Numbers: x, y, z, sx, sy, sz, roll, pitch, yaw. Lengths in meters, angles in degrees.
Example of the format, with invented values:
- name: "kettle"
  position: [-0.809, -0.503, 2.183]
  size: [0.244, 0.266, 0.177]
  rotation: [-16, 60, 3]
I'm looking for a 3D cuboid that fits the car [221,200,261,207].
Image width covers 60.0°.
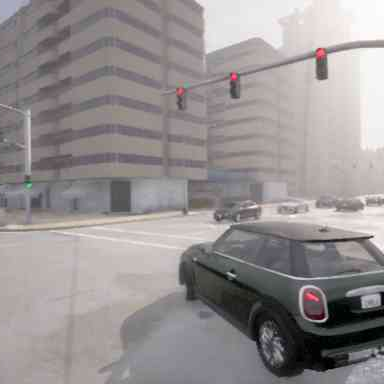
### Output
- name: "car"
  position: [3.464, 1.407, 24.839]
  size: [1.837, 1.490, 4.892]
  rotation: [-1, 0, 40]

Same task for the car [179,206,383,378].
- name: "car"
  position: [1.336, 1.306, 5.870]
  size: [2.097, 1.767, 4.553]
  rotation: [-1, 0, -21]

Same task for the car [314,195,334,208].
- name: "car"
  position: [16.562, 1.155, 40.635]
  size: [1.837, 1.490, 4.892]
  rotation: [-1, 0, 40]

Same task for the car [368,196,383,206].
- name: "car"
  position: [24.339, 1.124, 44.257]
  size: [1.895, 1.301, 4.718]
  rotation: [-1, 0, 40]

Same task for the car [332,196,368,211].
- name: "car"
  position: [16.607, 1.236, 34.915]
  size: [1.994, 1.385, 4.181]
  rotation: [-1, 0, 40]

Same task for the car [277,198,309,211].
- name: "car"
  position: [9.984, 1.303, 32.700]
  size: [1.812, 1.442, 4.674]
  rotation: [-1, 0, 40]
